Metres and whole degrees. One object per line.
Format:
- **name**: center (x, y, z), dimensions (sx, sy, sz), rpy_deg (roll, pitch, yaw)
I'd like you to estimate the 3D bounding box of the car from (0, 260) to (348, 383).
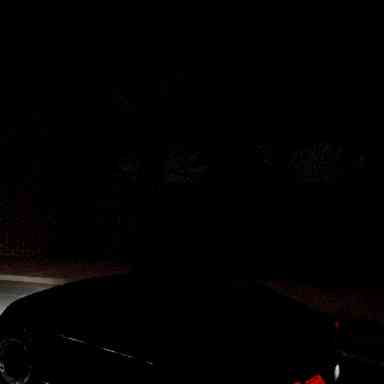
- **car**: center (-0.444, 1.564, 3.992), dimensions (4.181, 1.385, 1.994), rpy_deg (0, 0, 29)
